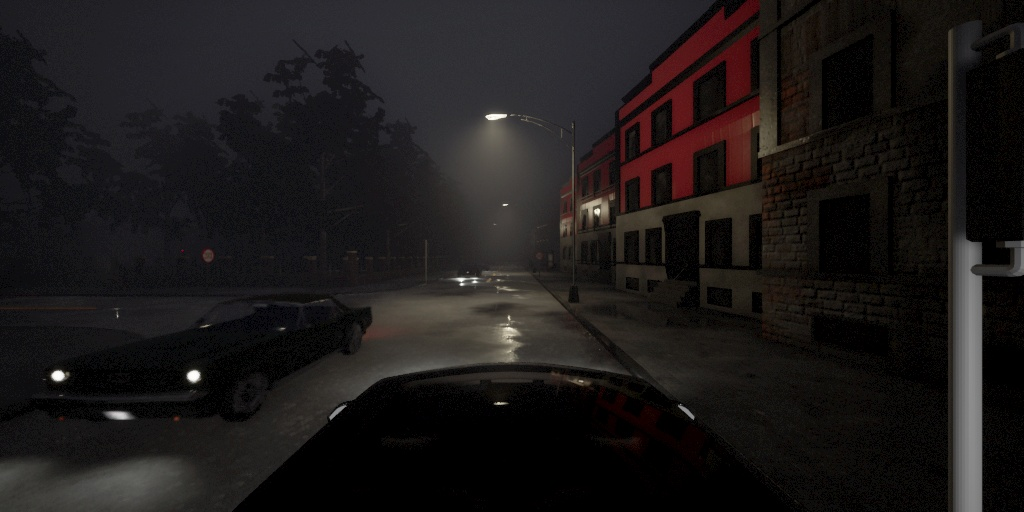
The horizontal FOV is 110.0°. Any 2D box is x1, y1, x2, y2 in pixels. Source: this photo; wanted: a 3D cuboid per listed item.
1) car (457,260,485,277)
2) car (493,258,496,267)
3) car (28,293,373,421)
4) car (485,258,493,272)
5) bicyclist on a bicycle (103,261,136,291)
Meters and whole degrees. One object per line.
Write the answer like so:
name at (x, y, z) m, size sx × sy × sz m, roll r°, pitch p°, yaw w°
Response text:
car at (-4.024, 1.314, 34.662) m, size 1.994 × 1.385 × 4.181 m, roll 0°, pitch 0°, yaw 0°
car at (-3.858, 1.063, 63.485) m, size 1.882 × 1.535 × 5.008 m, roll 0°, pitch 0°, yaw 0°
car at (-4.090, 1.351, 5.940) m, size 1.895 × 1.301 × 4.718 m, roll 0°, pitch 0°, yaw 0°
car at (-3.989, 1.297, 47.827) m, size 2.033 × 1.411 × 5.357 m, roll 0°, pitch 0°, yaw 0°
bicyclist on a bicycle at (-21.808, 1.099, 19.947) m, size 0.582 × 1.620 × 1.656 m, roll 0°, pitch 0°, yaw 0°
